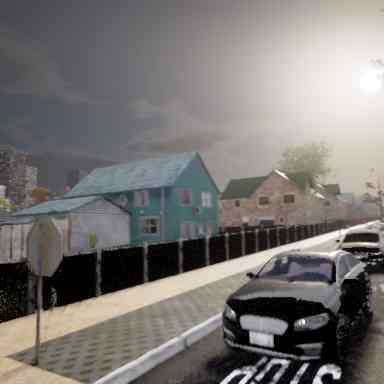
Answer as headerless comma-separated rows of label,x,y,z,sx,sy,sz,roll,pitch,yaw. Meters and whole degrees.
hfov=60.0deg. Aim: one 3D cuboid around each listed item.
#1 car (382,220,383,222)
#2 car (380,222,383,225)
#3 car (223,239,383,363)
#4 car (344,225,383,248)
car,22.146,3.705,37.175,1.895,1.301,4.718,-6,-6,32
car,13.738,3.119,24.253,1.895,1.301,4.718,-6,-6,33
car,2.383,1.955,6.776,2.128,1.511,4.902,-6,-6,35
car,7.776,2.463,15.017,1.837,1.490,4.892,-6,-6,33
